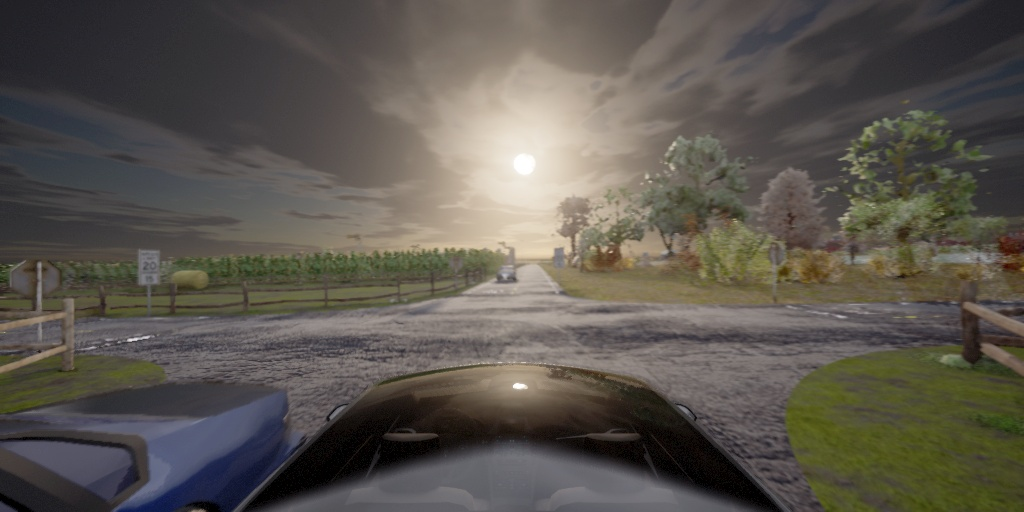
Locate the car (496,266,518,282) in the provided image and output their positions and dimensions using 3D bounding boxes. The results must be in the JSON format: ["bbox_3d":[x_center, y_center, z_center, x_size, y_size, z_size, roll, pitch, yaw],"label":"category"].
[{"bbox_3d":[-0.477,1.729,35.944,2.128,1.511,4.902,-1,-1,4],"label":"car"}]

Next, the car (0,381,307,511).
[{"bbox_3d":[-2.710,1.318,0.533,2.033,1.411,5.357,-1,-1,4],"label":"car"}]
